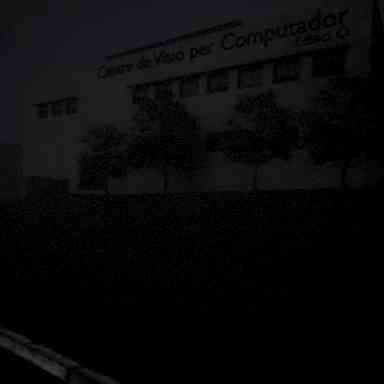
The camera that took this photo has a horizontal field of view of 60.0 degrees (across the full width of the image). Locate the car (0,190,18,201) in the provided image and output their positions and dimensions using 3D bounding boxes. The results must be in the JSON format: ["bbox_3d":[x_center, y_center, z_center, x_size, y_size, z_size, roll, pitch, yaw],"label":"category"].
[{"bbox_3d":[-30.561,0.533,53.204,2.097,1.767,4.553,3,0,35],"label":"car"}]
